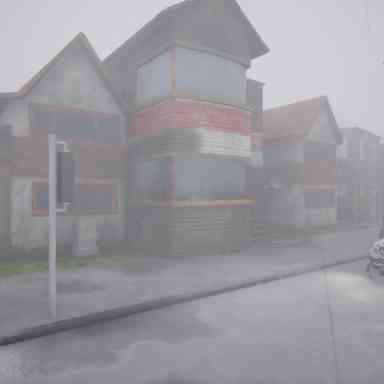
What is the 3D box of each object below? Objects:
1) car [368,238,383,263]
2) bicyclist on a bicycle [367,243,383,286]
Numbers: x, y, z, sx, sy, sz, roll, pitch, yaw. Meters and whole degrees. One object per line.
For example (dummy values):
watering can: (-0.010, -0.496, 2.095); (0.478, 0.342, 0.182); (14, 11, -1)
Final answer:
car: (7.095, 1.526, 9.855); (4.674, 1.442, 1.812); (0, 0, -36)
bicyclist on a bicycle: (4.837, 1.454, 7.617); (0.582, 1.620, 1.656); (0, -2, -36)
